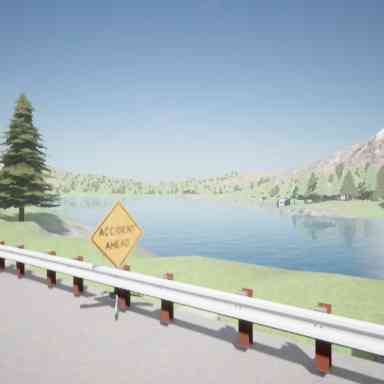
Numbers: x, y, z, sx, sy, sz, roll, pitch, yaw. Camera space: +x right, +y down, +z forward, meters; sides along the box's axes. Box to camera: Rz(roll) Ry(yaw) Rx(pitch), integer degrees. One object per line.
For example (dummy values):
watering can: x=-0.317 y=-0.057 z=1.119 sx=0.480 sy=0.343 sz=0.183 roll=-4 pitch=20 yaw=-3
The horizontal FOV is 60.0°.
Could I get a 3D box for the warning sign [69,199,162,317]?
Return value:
warning sign: x=-1.397 y=1.088 z=6.188 sx=1.060 sy=1.860 sz=1.300 roll=0 pitch=0 yaw=36
